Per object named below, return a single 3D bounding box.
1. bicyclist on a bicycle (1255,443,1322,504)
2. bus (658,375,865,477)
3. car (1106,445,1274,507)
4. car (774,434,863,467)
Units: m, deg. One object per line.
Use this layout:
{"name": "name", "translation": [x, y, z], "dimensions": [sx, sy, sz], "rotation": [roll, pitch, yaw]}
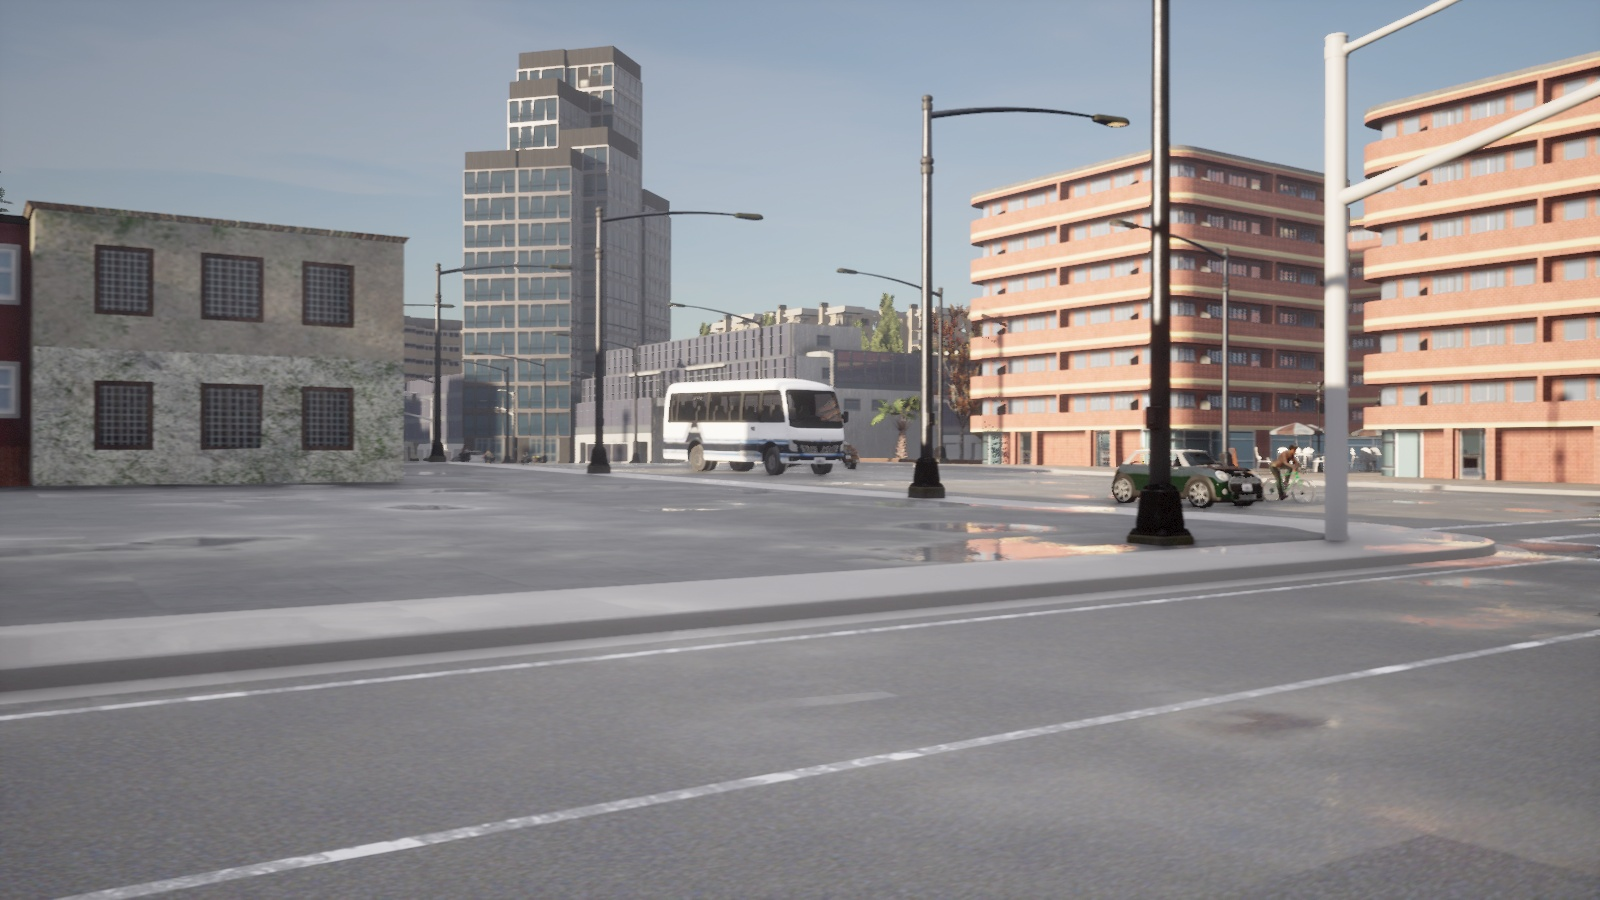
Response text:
{"name": "bicyclist on a bicycle", "translation": [13.359, 0.619, 34.347], "dimensions": [0.582, 1.620, 1.656], "rotation": [0, 1, -34]}
{"name": "bus", "translation": [-1.979, -1.074, 57.227], "dimensions": [3.944, 4.253, 10.273], "rotation": [0, 1, -39]}
{"name": "car", "translation": [10.135, 0.631, 32.868], "dimensions": [1.970, 1.475, 3.806], "rotation": [0, 1, -34]}
{"name": "car", "translation": [0.908, 0.003, 65.435], "dimensions": [2.152, 1.651, 5.027], "rotation": [0, 1, -34]}
